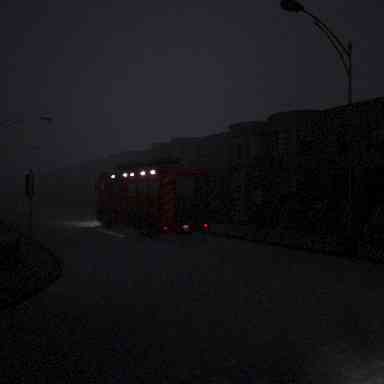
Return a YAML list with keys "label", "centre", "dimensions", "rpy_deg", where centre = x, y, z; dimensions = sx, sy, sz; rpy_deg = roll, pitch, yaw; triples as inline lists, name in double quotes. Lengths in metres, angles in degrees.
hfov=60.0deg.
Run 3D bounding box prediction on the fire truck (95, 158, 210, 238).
- label: "fire truck"
  centre: [-2.635, 0.342, 18.874]
  dimensions: [2.891, 3.827, 8.468]
  rpy_deg: [0, 0, -35]
